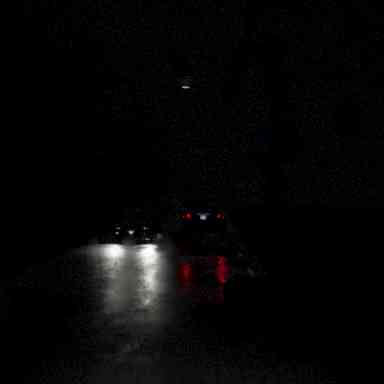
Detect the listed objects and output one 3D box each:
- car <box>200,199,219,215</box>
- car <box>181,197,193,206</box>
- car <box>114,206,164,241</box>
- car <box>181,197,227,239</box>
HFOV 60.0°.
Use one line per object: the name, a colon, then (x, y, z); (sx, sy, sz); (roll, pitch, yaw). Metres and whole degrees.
car: (1.884, 1.561, 35.854); (1.882, 1.535, 5.008); (0, 0, 3)
car: (-0.929, 1.682, 57.983); (2.033, 1.411, 5.357); (0, 0, -1)
car: (-2.568, 1.541, 17.127); (1.837, 1.490, 4.892); (0, 0, 3)
car: (0.685, 1.263, 17.835); (2.150, 2.045, 5.566); (0, 0, 4)
